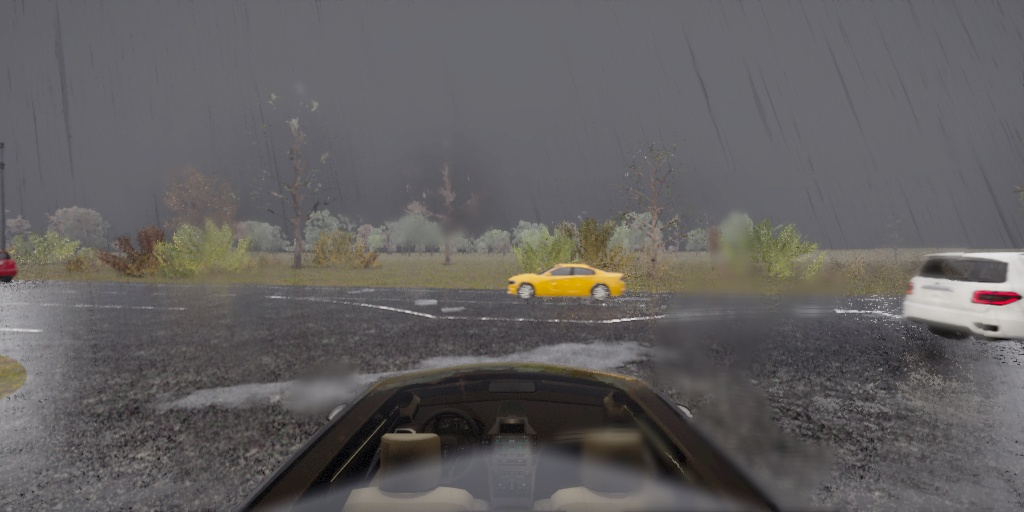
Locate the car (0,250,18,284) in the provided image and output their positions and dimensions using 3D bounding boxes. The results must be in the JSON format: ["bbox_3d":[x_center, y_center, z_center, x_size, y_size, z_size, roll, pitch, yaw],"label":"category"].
[{"bbox_3d":[-32.389,0.651,21.030,5.566,2.045,2.150,0,1,9],"label":"car"}]

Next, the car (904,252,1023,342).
[{"bbox_3d":[11.597,0.954,7.149,5.566,2.045,2.150,0,1,9],"label":"car"}]

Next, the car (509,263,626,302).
[{"bbox_3d":[2.342,1.082,15.695,5.008,1.535,1.882,0,1,9],"label":"car"}]
